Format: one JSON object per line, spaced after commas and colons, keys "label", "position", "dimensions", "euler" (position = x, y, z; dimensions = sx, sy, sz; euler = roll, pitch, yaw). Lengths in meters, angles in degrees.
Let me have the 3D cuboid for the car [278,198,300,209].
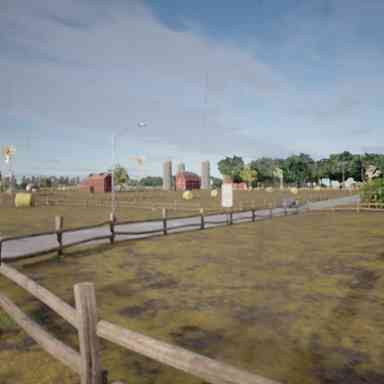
{"label": "car", "position": [14.502, 1.673, 49.534], "dimensions": [2.033, 1.411, 5.357], "euler": [-1, 0, 36]}
